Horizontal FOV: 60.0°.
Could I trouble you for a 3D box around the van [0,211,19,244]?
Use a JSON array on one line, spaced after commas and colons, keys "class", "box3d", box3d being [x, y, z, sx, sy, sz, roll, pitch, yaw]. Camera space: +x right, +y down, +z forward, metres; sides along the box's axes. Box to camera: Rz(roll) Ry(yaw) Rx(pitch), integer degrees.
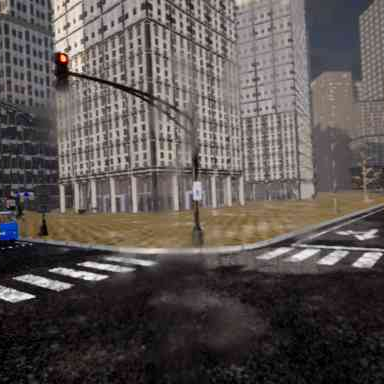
[{"class": "van", "box3d": [-11.029, 1.943, 18.045, 3.998, 1.788, 1.690, -3, -1, 38]}]
